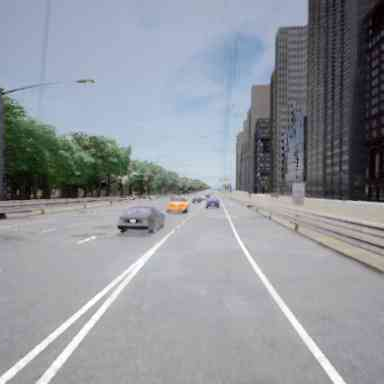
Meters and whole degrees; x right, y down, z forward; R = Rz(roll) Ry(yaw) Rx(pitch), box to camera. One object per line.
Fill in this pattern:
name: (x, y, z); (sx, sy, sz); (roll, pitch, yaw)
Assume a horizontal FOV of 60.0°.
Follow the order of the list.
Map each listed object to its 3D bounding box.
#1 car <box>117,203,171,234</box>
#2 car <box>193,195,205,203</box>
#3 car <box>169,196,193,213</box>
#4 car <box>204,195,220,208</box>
car: (-2.802, 1.529, 19.310); (2.033, 1.411, 5.357); (0, 0, 4)
car: (1.090, 1.577, 70.883); (2.033, 1.411, 5.357); (0, 0, 4)
car: (-1.442, 1.346, 36.915); (2.097, 1.767, 4.553); (0, 0, 4)
car: (3.033, 1.557, 48.321); (1.812, 1.442, 4.674); (0, 0, 4)
